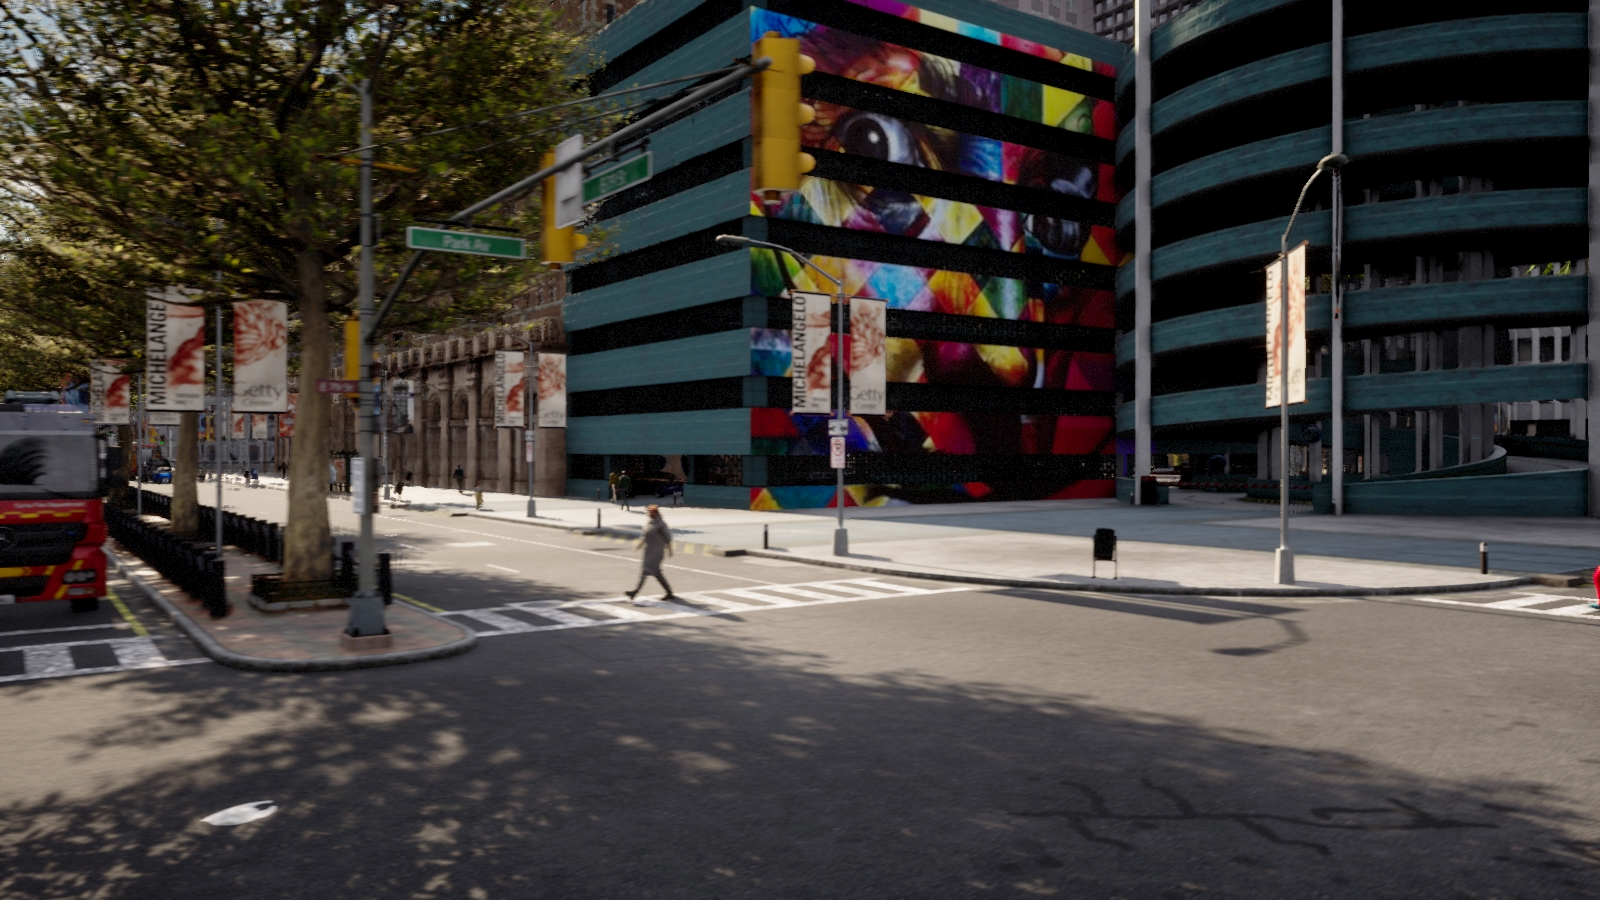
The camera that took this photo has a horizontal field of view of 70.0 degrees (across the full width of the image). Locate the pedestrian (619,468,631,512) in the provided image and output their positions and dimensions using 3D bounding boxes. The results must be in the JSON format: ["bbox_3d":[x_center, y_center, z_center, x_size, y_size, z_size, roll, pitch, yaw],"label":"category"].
[{"bbox_3d":[-7.482,1.697,48.916,0.375,1.860,0.375,0,0,-31],"label":"pedestrian"}]

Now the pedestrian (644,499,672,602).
[{"bbox_3d":[-2.632,1.850,21.150,0.375,1.860,0.375,0,0,-41],"label":"pedestrian"}]

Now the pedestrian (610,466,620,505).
[{"bbox_3d":[-8.959,1.697,55.318,0.375,1.860,0.375,0,0,-31],"label":"pedestrian"}]

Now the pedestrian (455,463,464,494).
[{"bbox_3d":[-20.190,1.697,67.771,0.375,1.860,0.375,0,0,-35],"label":"pedestrian"}]

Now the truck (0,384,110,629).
[{"bbox_3d":[-14.920,0.891,21.328,2.891,3.827,8.468,0,0,-35],"label":"truck"}]

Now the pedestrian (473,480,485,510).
[{"bbox_3d":[-14.103,1.977,50.188,0.375,1.300,0.375,0,0,-39],"label":"pedestrian"}]
